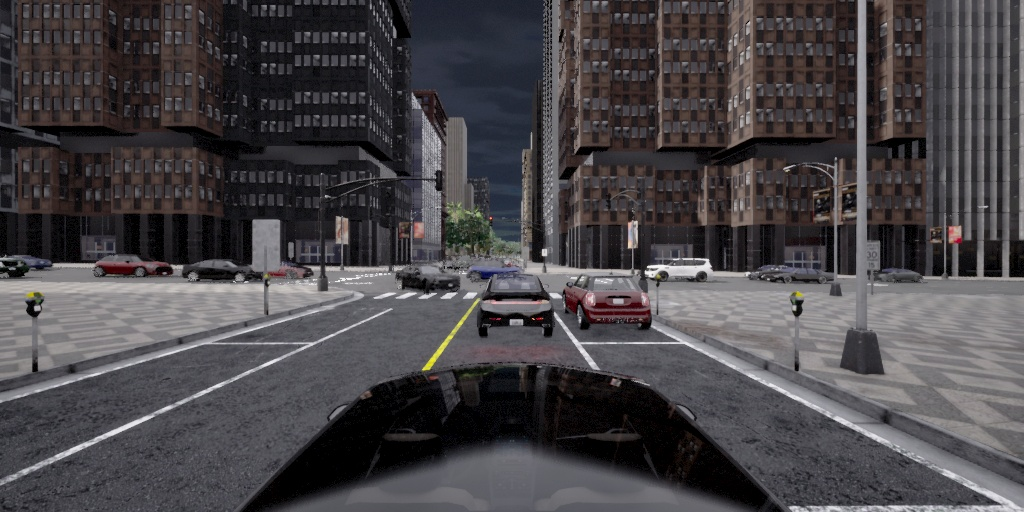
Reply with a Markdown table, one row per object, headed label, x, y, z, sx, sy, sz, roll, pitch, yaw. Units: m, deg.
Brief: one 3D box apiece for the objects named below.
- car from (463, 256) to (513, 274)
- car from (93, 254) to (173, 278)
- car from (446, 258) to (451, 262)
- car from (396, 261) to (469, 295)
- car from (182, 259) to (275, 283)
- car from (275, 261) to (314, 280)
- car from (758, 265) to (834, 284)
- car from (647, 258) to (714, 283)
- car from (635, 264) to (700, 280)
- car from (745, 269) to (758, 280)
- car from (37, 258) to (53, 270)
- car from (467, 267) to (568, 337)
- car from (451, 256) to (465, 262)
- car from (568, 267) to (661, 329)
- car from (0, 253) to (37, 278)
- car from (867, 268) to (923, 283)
| label | x | y | z | sx | sy | sz | roll | pitch | yaw |
| --- | --- | --- | --- | --- | --- | --- | --- | --- | --- |
| car | -1.151 | 1.115 | 27.716 | 4.553 | 1.767 | 2.097 | 1 | 0 | -1 |
| car | -28.876 | 0.725 | 27.471 | 4.553 | 1.767 | 2.097 | 1 | 0 | -1 |
| car | -9.284 | 1.323 | 52.474 | 1.948 | 1.339 | 4.313 | 0 | 0 | -1 |
| car | -4.774 | 1.223 | 20.161 | 1.882 | 1.535 | 5.008 | 2 | -1 | -42 |
| car | -19.360 | 0.987 | 24.297 | 5.008 | 1.535 | 1.882 | 1 | 0 | 0 |
| car | -17.724 | 1.093 | 27.676 | 4.181 | 1.385 | 1.994 | 1 | 0 | -3 |
| car | 25.120 | 1.685 | 31.397 | 5.357 | 1.411 | 2.033 | 1 | 0 | 0 |
| car | 14.508 | 1.205 | 31.285 | 5.566 | 2.045 | 2.150 | 1 | 0 | 1 |
| car | 14.906 | 1.533 | 34.550 | 5.357 | 1.411 | 2.033 | 1 | 0 | 1 |
| car | 25.167 | 1.626 | 34.648 | 4.902 | 1.511 | 2.128 | 1 | 0 | -1 |
| car | -47.270 | 0.642 | 34.024 | 5.357 | 1.411 | 2.033 | 1 | 0 | -2 |
| car | 0.076 | 1.241 | 10.285 | 2.128 | 1.511 | 4.902 | 0 | 0 | -1 |
| car | -6.588 | 0.973 | 49.372 | 2.150 | 2.045 | 5.566 | 0 | 0 | 0 |
| car | 2.734 | 1.190 | 11.171 | 1.967 | 1.591 | 4.097 | 0 | 0 | 0 |
| car | -36.411 | 0.491 | 24.162 | 5.566 | 2.045 | 2.150 | 0 | 0 | 0 |
| car | 36.929 | 1.870 | 34.744 | 4.181 | 1.385 | 1.994 | 1 | 0 | -1 |
